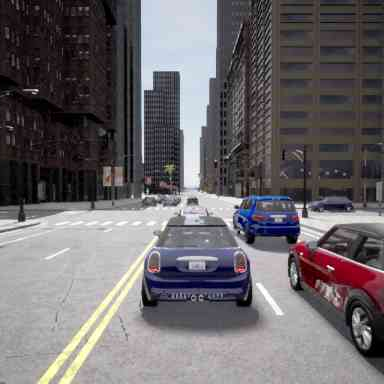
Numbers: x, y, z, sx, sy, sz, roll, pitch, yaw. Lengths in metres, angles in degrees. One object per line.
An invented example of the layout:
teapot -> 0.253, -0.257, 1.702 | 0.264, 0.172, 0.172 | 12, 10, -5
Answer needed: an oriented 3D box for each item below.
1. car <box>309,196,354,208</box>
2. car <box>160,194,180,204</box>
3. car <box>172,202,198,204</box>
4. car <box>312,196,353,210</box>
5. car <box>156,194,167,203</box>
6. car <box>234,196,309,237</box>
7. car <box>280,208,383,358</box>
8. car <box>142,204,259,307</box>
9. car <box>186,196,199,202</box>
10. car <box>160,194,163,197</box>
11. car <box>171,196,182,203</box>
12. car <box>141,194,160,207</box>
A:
car -> 15.345, 1.277, 36.934 | 4.553, 1.767, 2.097 | 0, 1, -1
car -> -3.343, 1.490, 51.331 | 1.812, 1.442, 4.674 | 0, 0, 2
car -> 0.090, 1.480, 17.075 | 2.128, 1.511, 4.902 | 0, 0, 0
car -> 16.671, 1.323, 39.635 | 4.097, 1.590, 1.967 | 0, 1, 0
car -> -6.515, 1.312, 71.280 | 2.097, 1.767, 4.553 | 0, 0, 0
car -> 3.349, 1.211, 15.890 | 2.150, 2.045, 5.566 | 0, 0, -2
car -> 3.344, 1.349, 6.180 | 2.097, 1.767, 4.553 | 0, 0, 0
car -> 0.094, 1.348, 8.138 | 2.097, 1.767, 4.553 | 0, 0, 0
car -> 0.085, 1.468, 58.347 | 1.837, 1.490, 4.892 | 0, 1, 0
car -> -6.586, 1.524, 61.309 | 1.994, 1.385, 4.181 | 0, 0, 0
car -> -3.265, 1.497, 71.473 | 2.033, 1.411, 5.357 | 0, 0, 0
car -> -6.597, 1.469, 51.389 | 1.837, 1.490, 4.892 | 0, 0, 2
